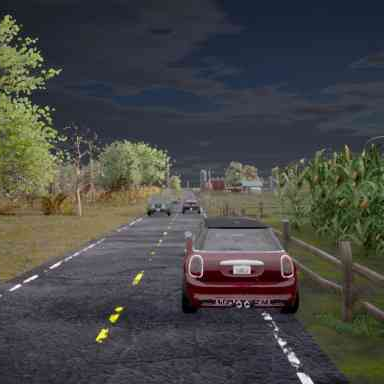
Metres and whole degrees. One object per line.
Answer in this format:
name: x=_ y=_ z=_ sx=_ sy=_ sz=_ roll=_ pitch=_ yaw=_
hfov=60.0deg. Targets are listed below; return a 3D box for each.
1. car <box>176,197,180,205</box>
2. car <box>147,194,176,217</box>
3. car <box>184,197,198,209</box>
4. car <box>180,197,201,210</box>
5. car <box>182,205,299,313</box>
car: x=-2.984 y=1.504 z=57.230 sx=1.994 sy=1.385 sz=4.181 roll=0 pitch=0 yaw=0
car: x=-2.980 y=1.203 z=31.865 sx=2.150 sy=2.045 sz=5.566 roll=0 pitch=0 yaw=0
car: x=-0.124 y=1.468 z=45.911 sx=1.837 sy=1.490 sz=4.892 roll=0 pitch=0 yaw=0
car: x=-0.072 y=1.482 z=36.001 sx=1.837 sy=1.490 sz=4.892 roll=0 pitch=0 yaw=0
car: x=0.871 y=1.350 z=7.808 sx=2.097 sy=1.767 sz=4.553 roll=0 pitch=0 yaw=0
